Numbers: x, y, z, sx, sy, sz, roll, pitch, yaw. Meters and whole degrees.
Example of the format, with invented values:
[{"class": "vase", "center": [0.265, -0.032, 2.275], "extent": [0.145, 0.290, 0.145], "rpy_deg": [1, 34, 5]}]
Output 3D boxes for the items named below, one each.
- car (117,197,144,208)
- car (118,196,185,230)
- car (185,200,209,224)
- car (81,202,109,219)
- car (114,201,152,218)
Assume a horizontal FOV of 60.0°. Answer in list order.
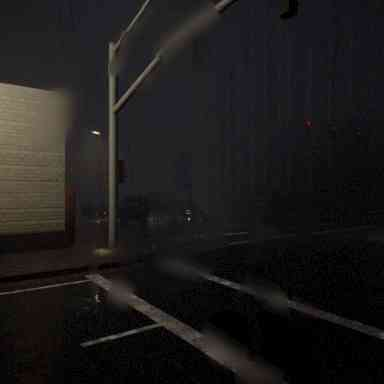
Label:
[{"class": "car", "center": [-9.155, 1.533, 49.206], "extent": [1.882, 1.535, 5.008], "rpy_deg": [0, 0, -36]}, {"class": "car", "center": [-3.084, 1.277, 22.348], "extent": [2.150, 2.045, 5.566], "rpy_deg": [0, 0, -36]}, {"class": "car", "center": [-0.717, 1.407, 25.061], "extent": [2.097, 1.767, 4.553], "rpy_deg": [0, 0, -36]}, {"class": "car", "center": [-8.550, 1.619, 30.013], "extent": [1.994, 1.385, 4.181], "rpy_deg": [0, 0, -35]}, {"class": "car", "center": [-5.737, 1.619, 32.089], "extent": [1.994, 1.385, 4.181], "rpy_deg": [0, 0, -35]}]
